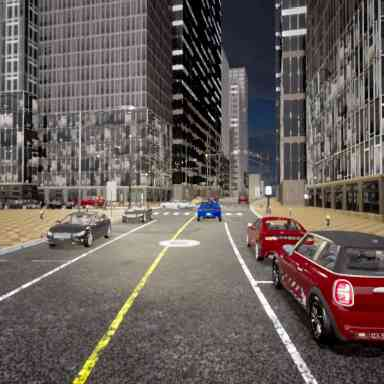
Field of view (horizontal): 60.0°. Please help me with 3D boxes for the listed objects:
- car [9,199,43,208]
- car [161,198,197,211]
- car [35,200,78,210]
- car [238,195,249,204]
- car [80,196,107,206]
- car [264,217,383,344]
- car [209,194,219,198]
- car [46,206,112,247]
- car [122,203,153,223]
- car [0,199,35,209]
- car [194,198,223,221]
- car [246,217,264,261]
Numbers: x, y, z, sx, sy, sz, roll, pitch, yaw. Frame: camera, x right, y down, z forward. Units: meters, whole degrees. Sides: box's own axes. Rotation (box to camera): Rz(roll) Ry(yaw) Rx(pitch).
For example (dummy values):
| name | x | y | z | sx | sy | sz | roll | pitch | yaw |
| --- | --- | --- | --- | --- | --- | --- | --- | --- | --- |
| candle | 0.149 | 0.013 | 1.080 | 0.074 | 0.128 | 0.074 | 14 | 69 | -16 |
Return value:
| name | x | y | z | sx | sy | sz | roll | pitch | yaw |
| --- | --- | --- | --- | --- | --- | --- | --- | --- | --- |
| car | -26.033 | 1.833 | 52.209 | 4.403 | 1.369 | 2.008 | 0 | -1 | 13 |
| car | -1.875 | 1.658 | 41.848 | 1.895 | 1.301 | 4.718 | 1 | -1 | -44 |
| car | -16.958 | 1.637 | 41.959 | 4.313 | 1.339 | 1.947 | 0 | -1 | 13 |
| car | 10.079 | 1.410 | 65.113 | 2.192 | 1.841 | 5.009 | 1 | 0 | 13 |
| car | -15.147 | 1.535 | 49.631 | 5.009 | 1.841 | 2.192 | 0 | -1 | 13 |
| car | 2.815 | 1.441 | 6.358 | 1.967 | 1.590 | 4.097 | 1 | 0 | 2 |
| car | 5.157 | 1.491 | 78.798 | 2.192 | 1.841 | 5.009 | 1 | 0 | 14 |
| car | -4.880 | 1.561 | 14.906 | 2.008 | 1.369 | 4.403 | 1 | 0 | 3 |
| car | -4.129 | 1.573 | 25.696 | 2.008 | 1.369 | 4.403 | 1 | 0 | 5 |
| car | -22.399 | 1.653 | 43.249 | 4.403 | 1.369 | 2.008 | 0 | -1 | 13 |
| car | 1.480 | 1.494 | 27.165 | 1.882 | 1.535 | 5.008 | 0 | 0 | 5 |
| car | 3.007 | 1.547 | 11.998 | 1.887 | 1.381 | 4.507 | 1 | 0 | 3 |
